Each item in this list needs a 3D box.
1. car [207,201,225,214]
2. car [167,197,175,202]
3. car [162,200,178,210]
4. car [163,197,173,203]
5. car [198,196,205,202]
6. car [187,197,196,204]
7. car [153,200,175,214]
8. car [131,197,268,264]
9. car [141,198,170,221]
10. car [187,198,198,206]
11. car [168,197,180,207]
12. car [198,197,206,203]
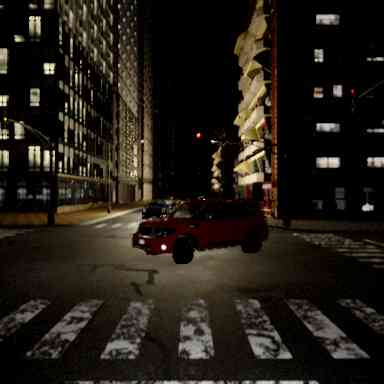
[{"bbox_3d":[2.697,1.759,38.451,1.802,1.307,4.206,0,0,0],"label":"car"},{"bbox_3d":[-5.796,1.992,90.898,1.887,1.381,4.507,0,0,0],"label":"car"},{"bbox_3d":[-3.130,1.823,47.668,1.895,1.301,4.718,0,0,0],"label":"car"},{"bbox_3d":[-5.783,1.937,79.601,2.008,1.369,4.403,0,0,0],"label":"car"},{"bbox_3d":[2.584,1.887,90.909,1.967,1.590,4.097,0,0,0],"label":"car"},{"bbox_3d":[-0.082,1.895,71.459,1.994,1.385,4.181,0,0,0],"label":"car"},{"bbox_3d":[-3.140,1.668,38.411,2.128,1.511,4.902,0,0,0],"label":"car"},{"bbox_3d":[0.509,1.310,12.491,5.566,2.045,2.150,1,-2,-39],"label":"car"},{"bbox_3d":[-3.129,1.485,29.363,2.097,1.767,4.553,0,0,0],"label":"car"},{"bbox_3d":[0.031,1.855,61.417,1.994,1.385,4.181,0,0,0],"label":"car"},{"bbox_3d":[-3.069,1.751,57.940,1.882,1.535,5.008,0,0,0],"label":"car"},{"bbox_3d":[2.591,1.998,85.259,1.802,1.307,4.206,0,0,0],"label":"car"}]
